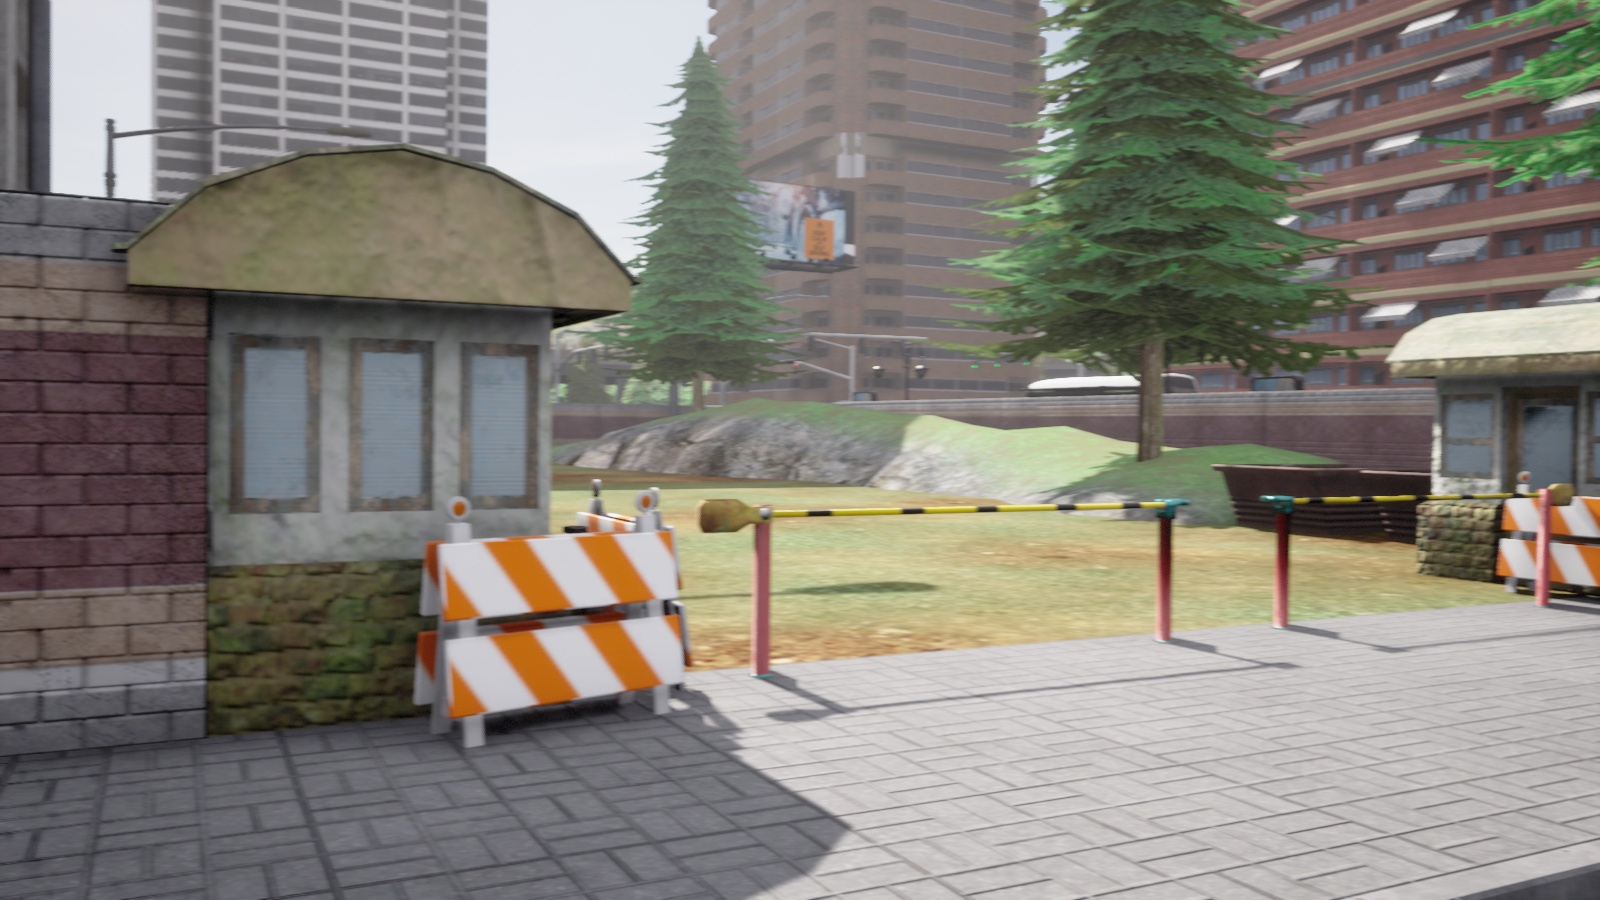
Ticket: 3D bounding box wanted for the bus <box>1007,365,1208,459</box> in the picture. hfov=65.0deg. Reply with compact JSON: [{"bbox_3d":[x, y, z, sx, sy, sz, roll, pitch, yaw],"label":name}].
[{"bbox_3d":[14.886,-1.793,62.005,3.944,4.253,10.273,-1,1,-26],"label":"bus"}]
